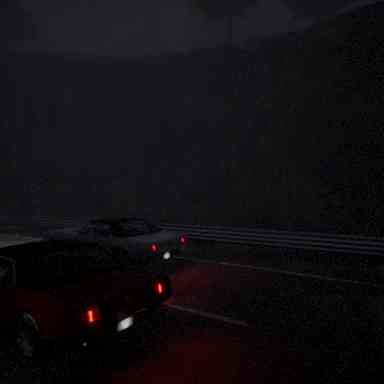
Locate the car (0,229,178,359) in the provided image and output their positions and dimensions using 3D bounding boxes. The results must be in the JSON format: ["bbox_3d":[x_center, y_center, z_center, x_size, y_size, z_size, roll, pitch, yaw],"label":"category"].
[{"bbox_3d":[-2.758,1.531,5.848,4.718,1.301,1.895,0,1,34],"label":"car"}]

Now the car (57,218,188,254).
[{"bbox_3d":[-2.549,1.453,10.300,4.718,1.301,1.895,0,1,33],"label":"car"}]
